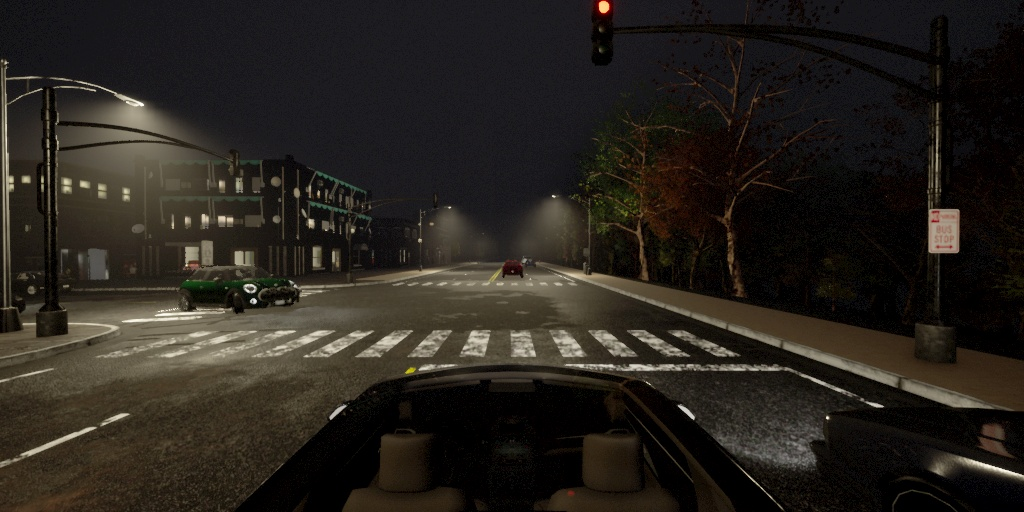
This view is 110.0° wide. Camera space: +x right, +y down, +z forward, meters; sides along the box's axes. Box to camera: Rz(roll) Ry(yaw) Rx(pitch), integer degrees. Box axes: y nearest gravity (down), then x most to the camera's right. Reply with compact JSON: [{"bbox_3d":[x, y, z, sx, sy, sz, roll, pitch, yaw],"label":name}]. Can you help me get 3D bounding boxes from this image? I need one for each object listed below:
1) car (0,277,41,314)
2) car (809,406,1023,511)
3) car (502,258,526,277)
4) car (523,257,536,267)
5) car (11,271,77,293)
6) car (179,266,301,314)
[{"bbox_3d":[-19.969,1.565,12.526,4.313,1.339,1.948,0,0,0],"label":"car"},{"bbox_3d":[3.353,1.298,0.412,2.033,1.411,5.357,0,0,0],"label":"car"},{"bbox_3d":[0.047,1.216,34.766,1.882,1.535,5.008,0,0,0],"label":"car"},{"bbox_3d":[3.229,1.273,63.193,2.033,1.411,5.357,0,0,0],"label":"car"},{"bbox_3d":[-28.319,1.559,21.022,4.403,1.370,2.007,0,0,0],"label":"car"},{"bbox_3d":[-10.456,1.158,13.811,4.553,1.767,2.097,-2,0,22],"label":"car"}]
